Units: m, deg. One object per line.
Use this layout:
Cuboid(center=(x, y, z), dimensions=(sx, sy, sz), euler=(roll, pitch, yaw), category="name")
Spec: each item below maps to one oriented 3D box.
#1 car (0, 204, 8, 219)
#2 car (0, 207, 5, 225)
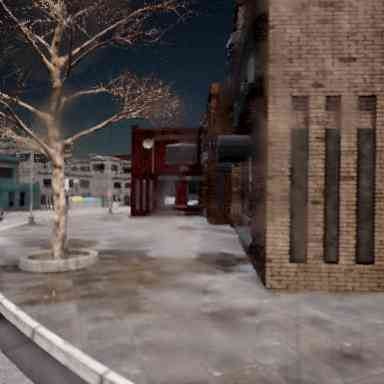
Cuboid(center=(-19.865, 1.912, 31.854), dimensions=(1.812, 1.442, 4.674), euler=(0, -1, 0), category="car")
Cuboid(center=(-15.464, 1.859, 24.071), dimensions=(2.033, 1.411, 5.357), euler=(1, -1, -12), category="car")
